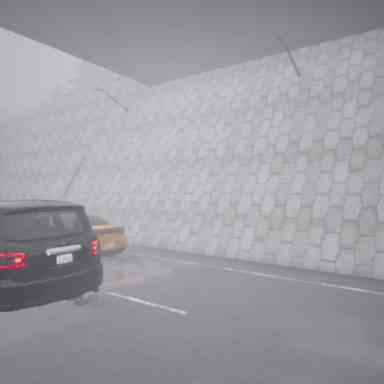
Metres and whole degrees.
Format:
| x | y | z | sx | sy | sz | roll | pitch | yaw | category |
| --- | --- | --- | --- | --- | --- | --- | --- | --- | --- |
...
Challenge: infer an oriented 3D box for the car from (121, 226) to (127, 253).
| x | y | z | sx | sy | sz | roll | pitch | yaw | category |
| --- | --- | --- | --- | --- | --- | --- | --- | --- | --- |
| -4.450 | 1.419 | 11.464 | 5.008 | 1.535 | 1.882 | 0 | 0 | 35 | car |

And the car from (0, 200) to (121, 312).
| x | y | z | sx | sy | sz | roll | pitch | yaw | category |
| --- | --- | --- | --- | --- | --- | --- | --- | --- | --- |
| -4.284 | 1.179 | 7.046 | 5.566 | 2.045 | 2.150 | 0 | 0 | 35 | car |
